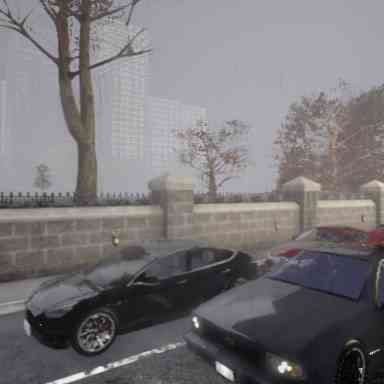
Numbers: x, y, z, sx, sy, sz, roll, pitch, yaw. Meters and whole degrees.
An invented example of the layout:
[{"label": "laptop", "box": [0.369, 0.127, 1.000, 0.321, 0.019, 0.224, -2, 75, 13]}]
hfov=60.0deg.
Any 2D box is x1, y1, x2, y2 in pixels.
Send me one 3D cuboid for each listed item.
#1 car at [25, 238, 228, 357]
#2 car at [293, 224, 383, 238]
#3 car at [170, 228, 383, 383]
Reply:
[{"label": "car", "box": [-0.635, 1.599, 6.124, 4.313, 1.339, 1.947, 0, 0, -36]}, {"label": "car", "box": [3.913, 1.628, 9.443, 4.206, 1.307, 1.802, 0, 0, -36]}, {"label": "car", "box": [2.504, 1.573, 5.209, 5.357, 1.411, 2.033, 0, 0, -36]}]
